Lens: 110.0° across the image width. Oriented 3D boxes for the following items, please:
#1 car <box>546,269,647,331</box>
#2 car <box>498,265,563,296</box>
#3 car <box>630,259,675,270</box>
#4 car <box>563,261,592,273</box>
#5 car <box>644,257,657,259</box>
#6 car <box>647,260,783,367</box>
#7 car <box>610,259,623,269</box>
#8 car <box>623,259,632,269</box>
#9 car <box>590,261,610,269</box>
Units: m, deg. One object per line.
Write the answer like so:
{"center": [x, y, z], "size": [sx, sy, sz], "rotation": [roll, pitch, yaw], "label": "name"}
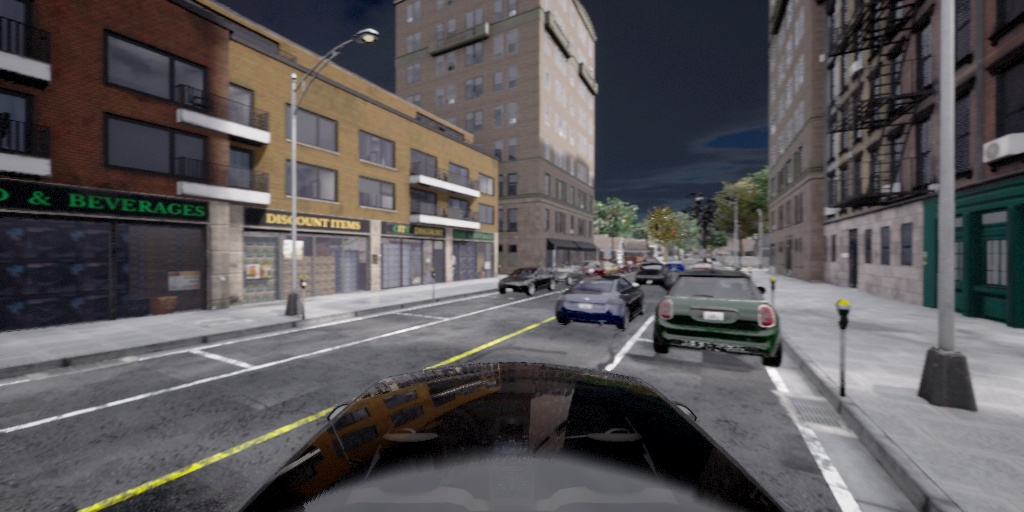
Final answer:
{"center": [2.880, 1.278, 11.161], "size": [1.994, 1.385, 4.181], "rotation": [0, 0, 28], "label": "car"}
{"center": [0.904, 1.249, 19.053], "size": [1.948, 1.339, 4.313], "rotation": [0, 0, 28], "label": "car"}
{"center": [8.866, 1.182, 22.250], "size": [1.837, 1.490, 4.892], "rotation": [0, 1, 28], "label": "car"}
{"center": [3.525, 1.217, 23.908], "size": [2.007, 1.370, 4.403], "rotation": [0, 0, 28], "label": "car"}
{"center": [15.943, 0.970, 41.455], "size": [2.097, 1.767, 4.553], "rotation": [0, 0, 29], "label": "car"}
{"center": [4.601, 1.079, 8.268], "size": [2.097, 1.767, 4.553], "rotation": [0, 0, 28], "label": "car"}
{"center": [8.687, 1.164, 33.471], "size": [1.751, 1.417, 4.829], "rotation": [0, 0, 28], "label": "car"}
{"center": [11.390, 1.064, 38.477], "size": [1.967, 1.591, 4.097], "rotation": [0, 0, 28], "label": "car"}
{"center": [6.147, 1.092, 28.765], "size": [1.967, 1.591, 4.097], "rotation": [0, 0, 28], "label": "car"}
